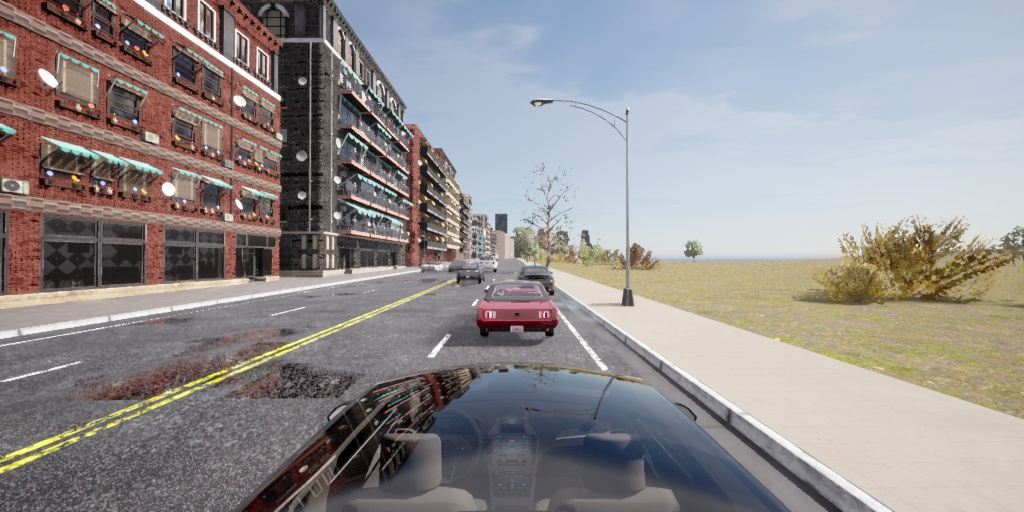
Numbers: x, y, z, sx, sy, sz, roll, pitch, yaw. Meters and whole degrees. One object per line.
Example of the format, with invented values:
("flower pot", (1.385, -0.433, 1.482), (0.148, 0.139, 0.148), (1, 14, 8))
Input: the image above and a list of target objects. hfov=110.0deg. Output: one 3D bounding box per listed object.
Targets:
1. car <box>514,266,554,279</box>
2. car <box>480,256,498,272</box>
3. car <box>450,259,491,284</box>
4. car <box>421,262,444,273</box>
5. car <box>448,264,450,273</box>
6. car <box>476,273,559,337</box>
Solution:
("car", (1.205, 1.257, 19.478), (1.837, 1.490, 4.892), (0, 0, 0))
("car", (-2.979, 0.972, 45.190), (2.150, 2.045, 5.566), (0, 0, 0))
("car", (-3.048, 1.244, 27.341), (2.128, 1.511, 4.902), (0, 0, 0))
("car", (-9.687, 1.352, 43.619), (1.895, 1.301, 4.718), (0, 0, 0))
("car", (-6.440, 1.256, 42.809), (1.837, 1.490, 4.892), (0, 0, 0))
("car", (0.131, 1.352, 10.277), (1.895, 1.301, 4.718), (0, 0, 0))
